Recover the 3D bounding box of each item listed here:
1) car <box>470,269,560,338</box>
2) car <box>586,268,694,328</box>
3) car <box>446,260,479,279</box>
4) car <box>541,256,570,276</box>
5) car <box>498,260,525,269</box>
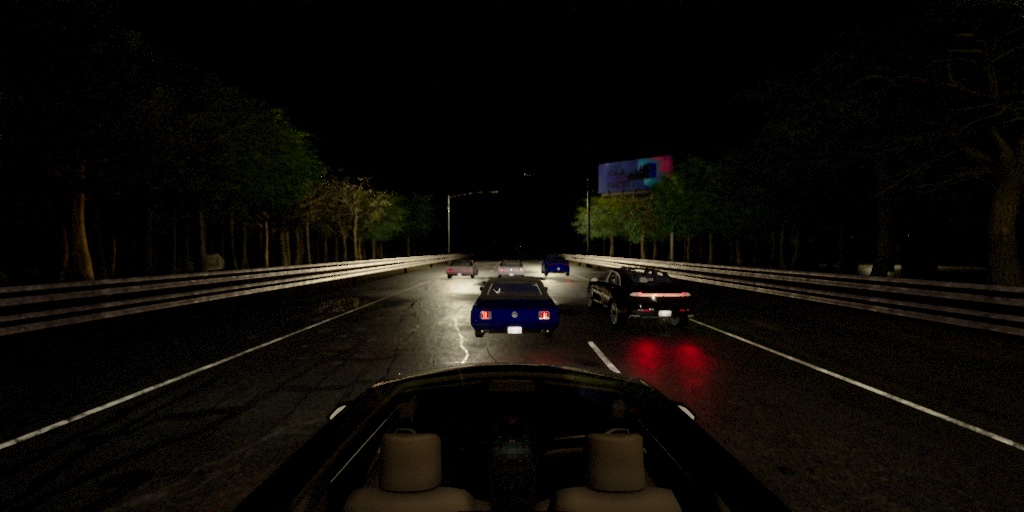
[{"bbox_3d":[0.053,1.216,9.658,1.895,1.301,4.718,0,1,0],"label":"car"},{"bbox_3d":[3.548,1.088,10.780,2.128,1.511,4.902,0,1,0],"label":"car"},{"bbox_3d":[-3.547,0.934,26.426,1.895,1.301,4.718,0,1,0],"label":"car"},{"bbox_3d":[3.438,0.765,29.084,1.882,1.535,5.008,0,1,-1],"label":"car"},{"bbox_3d":[-0.047,0.932,26.496,1.895,1.301,4.718,0,1,0],"label":"car"}]
